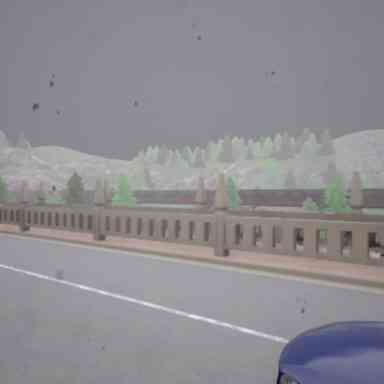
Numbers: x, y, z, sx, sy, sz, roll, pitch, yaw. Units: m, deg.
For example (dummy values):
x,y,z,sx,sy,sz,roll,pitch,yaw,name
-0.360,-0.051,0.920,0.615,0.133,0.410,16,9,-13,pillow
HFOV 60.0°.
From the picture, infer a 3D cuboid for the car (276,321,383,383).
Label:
x,y,z,sx,sy,sz,roll,pitch,yaw,name
2.836,1.526,1.969,4.674,1.442,1.812,0,0,36,car
